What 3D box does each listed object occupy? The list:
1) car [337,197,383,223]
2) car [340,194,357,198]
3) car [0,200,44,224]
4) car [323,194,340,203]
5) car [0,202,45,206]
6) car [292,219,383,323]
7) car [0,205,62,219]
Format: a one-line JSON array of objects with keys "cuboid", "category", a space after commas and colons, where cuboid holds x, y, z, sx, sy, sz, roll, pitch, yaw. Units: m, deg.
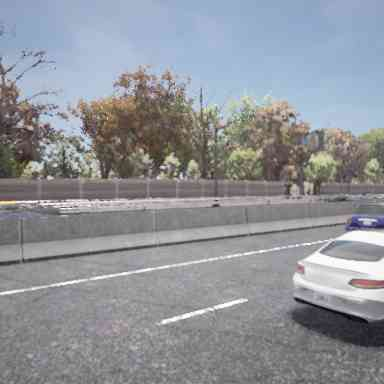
[{"cuboid": [8.549, 1.223, 14.175, 4.553, 1.767, 2.097, -1, 0, -36], "category": "car"}, {"cuboid": [23.008, 1.184, 46.278, 4.181, 1.385, 1.994, -1, 0, -35], "category": "car"}, {"cuboid": [-13.728, 1.452, 24.300, 5.008, 1.535, 1.882, -1, 0, -36], "category": "car"}, {"cuboid": [21.541, 1.092, 49.529, 5.008, 1.535, 1.882, -1, 0, -35], "category": "car"}, {"cuboid": [-10.485, 1.488, 18.010, 4.892, 1.490, 1.837, -1, 0, -36], "category": "car"}, {"cuboid": [3.910, 1.467, 6.549, 4.674, 1.442, 1.812, -1, 0, -36], "category": "car"}, {"cuboid": [-8.496, 1.532, 15.130, 5.357, 1.411, 2.033, -1, 0, -36], "category": "car"}]
